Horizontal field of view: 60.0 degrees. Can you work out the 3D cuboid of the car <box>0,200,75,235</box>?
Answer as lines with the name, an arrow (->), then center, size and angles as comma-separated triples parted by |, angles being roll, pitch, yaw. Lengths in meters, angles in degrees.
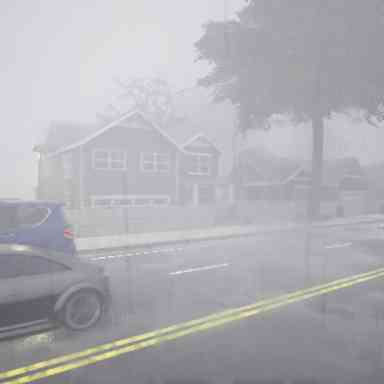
car -> -5.575, 1.221, 7.693 | 5.566, 2.045, 2.150 | 0, 0, -36

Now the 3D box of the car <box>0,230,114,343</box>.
car -> -3.410, 1.564, 5.246 | 4.181, 1.385, 1.994 | 0, 0, -36
